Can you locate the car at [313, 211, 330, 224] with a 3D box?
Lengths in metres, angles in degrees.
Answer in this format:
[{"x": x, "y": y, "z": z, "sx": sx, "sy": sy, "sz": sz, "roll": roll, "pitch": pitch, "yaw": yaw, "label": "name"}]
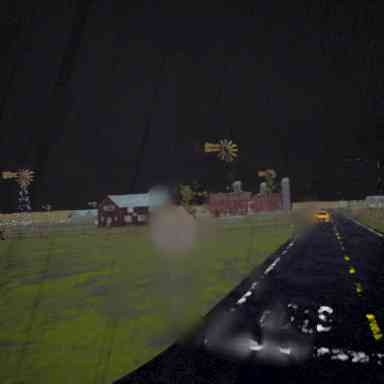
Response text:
[{"x": 16.603, "y": 3.217, "z": 42.658, "sx": 1.882, "sy": 1.535, "sz": 5.008, "roll": -4, "pitch": -3, "yaw": 22, "label": "car"}]
